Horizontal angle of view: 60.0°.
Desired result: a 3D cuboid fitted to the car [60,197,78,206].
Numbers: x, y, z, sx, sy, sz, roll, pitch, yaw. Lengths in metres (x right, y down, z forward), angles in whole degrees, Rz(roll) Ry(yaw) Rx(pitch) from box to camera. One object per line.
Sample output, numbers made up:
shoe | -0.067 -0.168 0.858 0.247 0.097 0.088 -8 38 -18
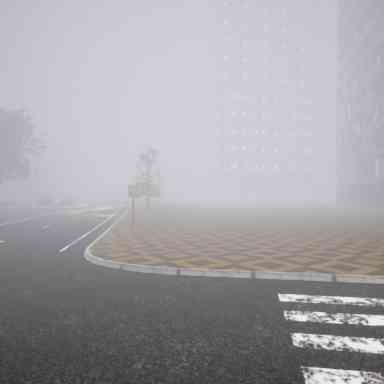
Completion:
car | -18.987 1.447 51.555 1.994 1.385 4.181 0 0 -10

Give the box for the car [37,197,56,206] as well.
car | -22.187 1.421 50.983 1.994 1.385 4.181 0 0 -10
